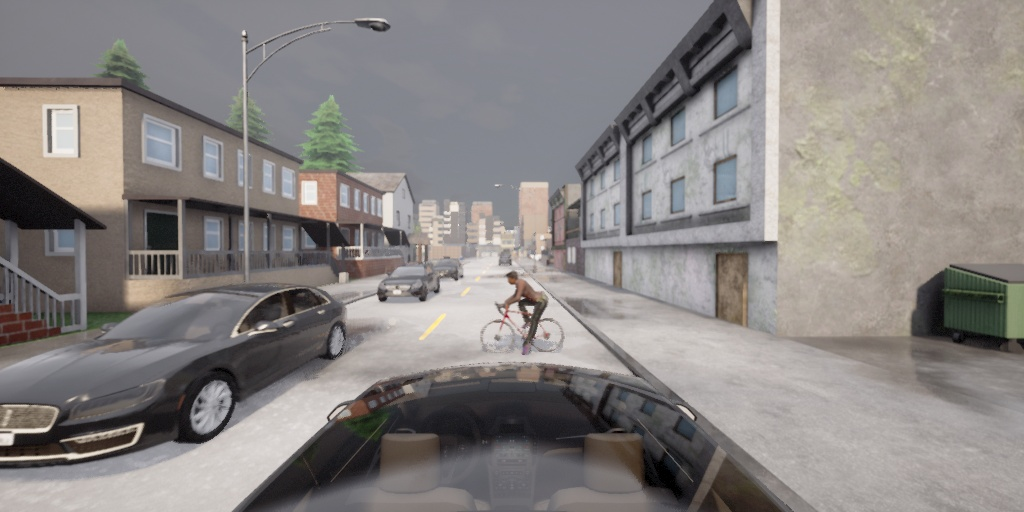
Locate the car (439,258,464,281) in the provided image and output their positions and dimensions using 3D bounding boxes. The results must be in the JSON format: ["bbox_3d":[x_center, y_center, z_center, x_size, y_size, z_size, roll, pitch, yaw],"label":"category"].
[{"bbox_3d":[-4.580,0.930,25.719,1.837,1.490,4.892,0,1,-1],"label":"car"}]

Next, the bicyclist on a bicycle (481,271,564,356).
[{"bbox_3d":[0.188,1.115,7.019,1.656,1.620,0.582,-2,1,-1],"label":"bicyclist on a bicycle"}]

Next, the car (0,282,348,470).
[{"bbox_3d":[-4.156,1.209,5.305,1.837,1.490,4.892,0,0,-1],"label":"car"}]

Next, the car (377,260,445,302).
[{"bbox_3d":[-4.383,1.085,15.885,1.812,1.442,4.674,0,1,-1],"label":"car"}]

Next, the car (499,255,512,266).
[{"bbox_3d":[-0.950,0.573,50.795,2.128,1.511,4.902,0,1,-1],"label":"car"}]
